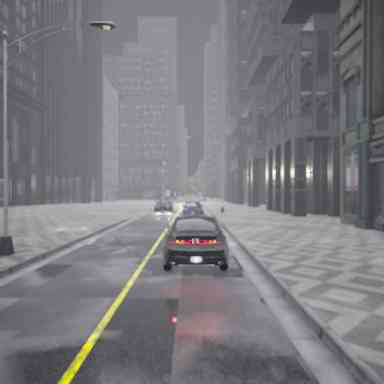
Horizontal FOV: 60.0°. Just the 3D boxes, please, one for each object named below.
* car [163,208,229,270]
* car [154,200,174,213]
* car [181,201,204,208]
[{"bbox_3d":[0.094,1.487,10.937,1.837,1.490,4.892,0,0,0],"label":"car"},{"bbox_3d":[-3.129,1.568,37.634,1.994,1.385,4.181,0,0,0],"label":"car"},{"bbox_3d":[0.072,1.505,28.782,1.812,1.442,4.674,0,0,0],"label":"car"}]
